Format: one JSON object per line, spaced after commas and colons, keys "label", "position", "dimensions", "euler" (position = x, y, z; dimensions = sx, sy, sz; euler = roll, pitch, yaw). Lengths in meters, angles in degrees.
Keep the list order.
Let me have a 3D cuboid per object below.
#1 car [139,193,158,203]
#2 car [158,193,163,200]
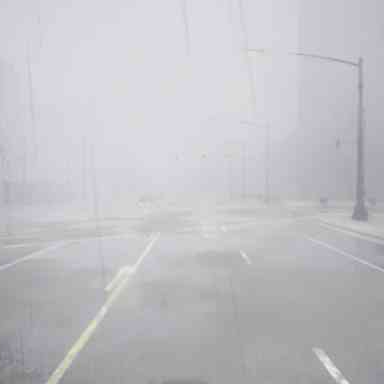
{"label": "car", "position": [-7.081, 0.909, 51.979], "dimensions": [2.033, 1.411, 5.357], "euler": [0, 0, 0]}
{"label": "car", "position": [-7.029, 0.899, 67.060], "dimensions": [1.895, 1.301, 4.718], "euler": [0, 0, 0]}
